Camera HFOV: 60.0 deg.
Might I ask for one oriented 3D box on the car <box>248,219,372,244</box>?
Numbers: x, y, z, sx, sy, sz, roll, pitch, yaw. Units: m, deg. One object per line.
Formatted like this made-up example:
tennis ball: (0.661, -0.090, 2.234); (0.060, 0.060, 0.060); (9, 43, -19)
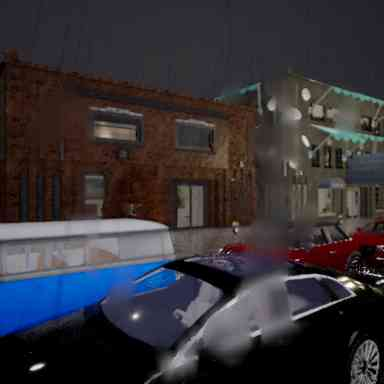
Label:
car: (2.367, 1.482, 8.238); (4.097, 1.590, 1.967); (0, -1, -35)

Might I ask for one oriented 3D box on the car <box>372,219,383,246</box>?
car: (6.889, 1.619, 11.452); (4.507, 1.381, 1.887); (0, -1, -35)

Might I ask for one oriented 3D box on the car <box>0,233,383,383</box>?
car: (0.231, 1.505, 3.537); (4.902, 1.511, 2.128); (0, 0, -35)

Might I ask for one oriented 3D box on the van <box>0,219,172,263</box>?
van: (-2.155, 1.350, 5.025); (3.998, 1.788, 1.690); (0, -1, -35)
